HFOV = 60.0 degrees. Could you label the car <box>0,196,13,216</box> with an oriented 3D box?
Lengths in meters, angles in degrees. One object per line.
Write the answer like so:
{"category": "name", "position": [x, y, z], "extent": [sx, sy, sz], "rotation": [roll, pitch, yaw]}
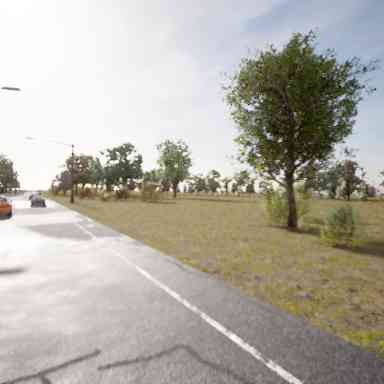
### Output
{"category": "car", "position": [-16.704, 1.104, 28.766], "extent": [2.097, 1.767, 4.553], "rotation": [0, 0, -26]}

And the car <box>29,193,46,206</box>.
{"category": "car", "position": [-21.393, 1.194, 46.263], "extent": [2.033, 1.411, 5.357], "rotation": [0, 0, -26]}

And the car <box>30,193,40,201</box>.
{"category": "car", "position": [-31.342, 0.991, 66.315], "extent": [1.837, 1.490, 4.892], "rotation": [0, 0, -26]}
